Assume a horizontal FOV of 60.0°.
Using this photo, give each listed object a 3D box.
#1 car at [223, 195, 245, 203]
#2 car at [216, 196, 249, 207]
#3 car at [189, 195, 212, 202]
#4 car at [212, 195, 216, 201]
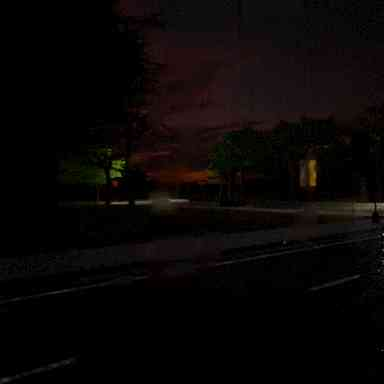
[{"bbox_3d":[8.682,1.531,68.994,1.837,1.490,4.892,-2,-1,-35],"label":"car"},{"bbox_3d":[6.797,1.746,54.526,2.033,1.411,5.357,-2,1,-35],"label":"car"},{"bbox_3d":[1.381,1.574,73.712,2.033,1.411,5.357,-2,1,-35],"label":"car"},{"bbox_3d":[4.042,1.485,75.577,2.033,1.411,5.357,-2,1,-35],"label":"car"}]
